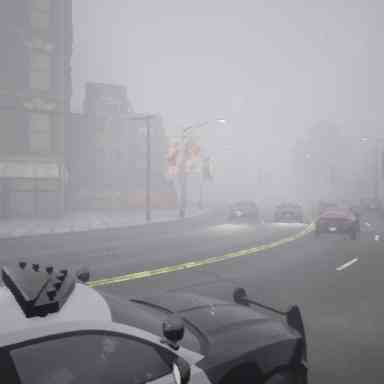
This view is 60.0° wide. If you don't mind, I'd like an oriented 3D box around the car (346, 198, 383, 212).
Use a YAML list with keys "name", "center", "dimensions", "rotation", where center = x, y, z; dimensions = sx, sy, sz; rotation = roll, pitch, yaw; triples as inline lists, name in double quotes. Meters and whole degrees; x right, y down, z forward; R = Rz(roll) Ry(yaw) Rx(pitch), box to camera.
- name: "car"
  center: [19.943, 1.497, 38.519]
  dimensions: [2.002, 1.452, 4.674]
  rotation: [0, 0, 1]

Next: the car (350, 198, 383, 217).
- name: "car"
  center: [16.092, 1.332, 31.044]
  dimensions: [2.097, 1.767, 4.553]
  rotation: [0, 0, 10]

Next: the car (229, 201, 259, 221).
- name: "car"
  center: [4.286, 1.472, 27.105]
  dimensions: [2.128, 1.511, 4.902]
  rotation: [0, 0, 19]

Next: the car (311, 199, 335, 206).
- name: "car"
  center: [12.681, 1.486, 31.881]
  dimensions: [1.837, 1.490, 4.892]
  rotation: [0, 0, 10]

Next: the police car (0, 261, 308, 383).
- name: "police car"
  center: [-1.077, 1.422, 2.552]
  dimensions: [5.238, 1.638, 1.930]
  rotation: [0, 0, -36]

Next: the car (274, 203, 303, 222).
- name: "car"
  center: [7.617, 1.547, 26.034]
  dimensions: [1.994, 1.385, 4.181]
  rotation: [0, 0, 19]

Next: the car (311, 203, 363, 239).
- name: "car"
  center: [7.606, 1.515, 17.299]
  dimensions: [1.812, 1.442, 4.674]
  rotation: [0, 0, 30]
